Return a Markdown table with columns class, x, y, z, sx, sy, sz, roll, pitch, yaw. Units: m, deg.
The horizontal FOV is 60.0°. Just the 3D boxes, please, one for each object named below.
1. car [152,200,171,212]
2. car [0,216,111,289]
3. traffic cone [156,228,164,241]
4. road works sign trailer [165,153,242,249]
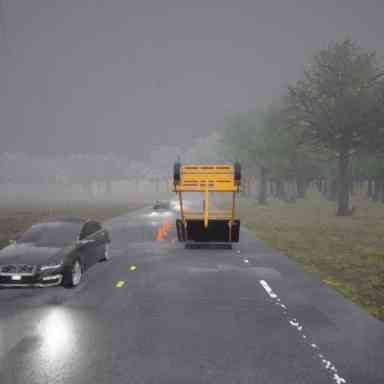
| class | x | y | z | sx | sy | sz | roll | pitch | yaw |
| --- | --- | --- | --- | --- | --- | --- | --- | --- | --- |
| car | -3.450 | 1.558 | 38.499 | 1.895 | 1.301 | 4.718 | 0 | 0 | 0 |
| car | -3.590 | 1.497 | 9.230 | 1.837 | 1.490 | 4.892 | 0 | 0 | 0 |
| traffic cone | -1.466 | 1.942 | 15.322 | 0.340 | 0.580 | 0.340 | 0 | 0 | 0 |
| road works sign trailer | 0.548 | 0.920 | 11.770 | 2.380 | 3.560 | 2.880 | 0 | 45 | 4 |
